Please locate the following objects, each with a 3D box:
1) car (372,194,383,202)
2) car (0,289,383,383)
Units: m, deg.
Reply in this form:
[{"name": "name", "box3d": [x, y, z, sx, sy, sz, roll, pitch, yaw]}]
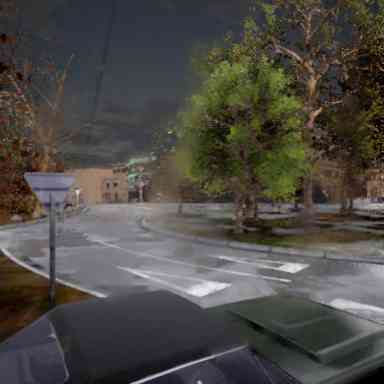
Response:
[{"name": "car", "box3d": [40.366, 1.176, 69.928, 4.553, 1.767, 2.185, 0, 1, 39]}, {"name": "car", "box3d": [-0.077, 1.589, 2.776, 4.718, 1.301, 1.895, 0, 0, -30]}]
